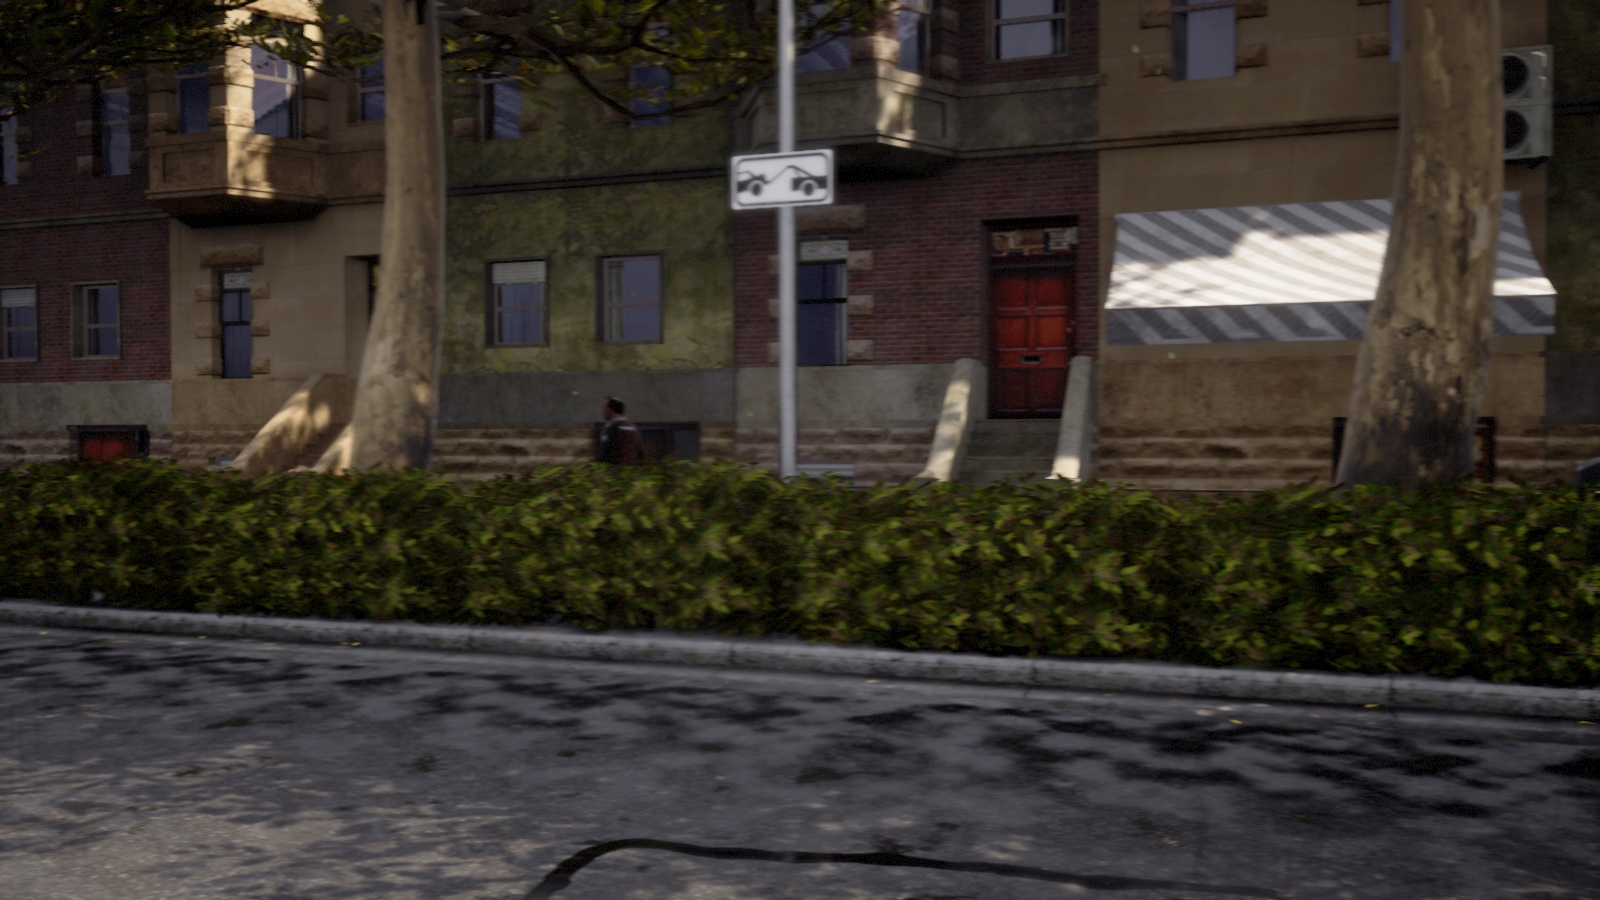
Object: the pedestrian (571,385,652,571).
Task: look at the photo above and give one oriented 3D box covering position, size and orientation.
[{"bbox_3d":[-1.918,0.271,12.781,0.720,1.854,0.376,1,1,18],"label":"pedestrian"}]
